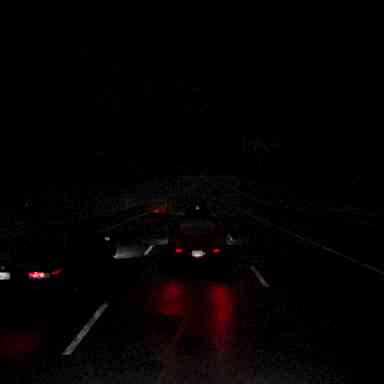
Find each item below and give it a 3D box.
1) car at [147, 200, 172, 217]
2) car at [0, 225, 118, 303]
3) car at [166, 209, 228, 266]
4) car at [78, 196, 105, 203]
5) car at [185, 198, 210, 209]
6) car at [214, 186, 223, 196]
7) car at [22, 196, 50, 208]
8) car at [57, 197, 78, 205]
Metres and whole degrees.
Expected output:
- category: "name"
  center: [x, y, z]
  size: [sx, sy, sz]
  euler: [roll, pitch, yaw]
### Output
- category: "car"
  center: [-2.955, 1.446, 30.884]
  size: [1.882, 1.535, 5.008]
  euler: [0, 0, 2]
- category: "car"
  center: [-3.355, 1.543, 8.432]
  size: [2.033, 1.411, 5.357]
  euler: [0, 0, 0]
- category: "car"
  center: [0.178, 1.522, 11.458]
  size: [1.812, 1.442, 4.674]
  euler: [0, 0, 1]
- category: "car"
  center: [-13.179, 1.322, 44.877]
  size: [1.882, 1.535, 5.008]
  euler: [0, 1, 3]
- category: "car"
  center: [0.501, 1.330, 29.115]
  size: [2.097, 1.767, 4.553]
  euler: [0, 0, 1]
- category: "car"
  center: [7.208, 0.082, 92.025]
  size: [2.097, 1.767, 4.553]
  euler: [0, 2, 5]
- category: "car"
  center: [-20.249, 1.350, 43.348]
  size: [2.128, 1.511, 4.902]
  euler: [0, 1, 2]
- category: "car"
  center: [-16.661, 1.403, 45.283]
  size: [1.994, 1.385, 4.181]
  euler: [0, 1, 3]
